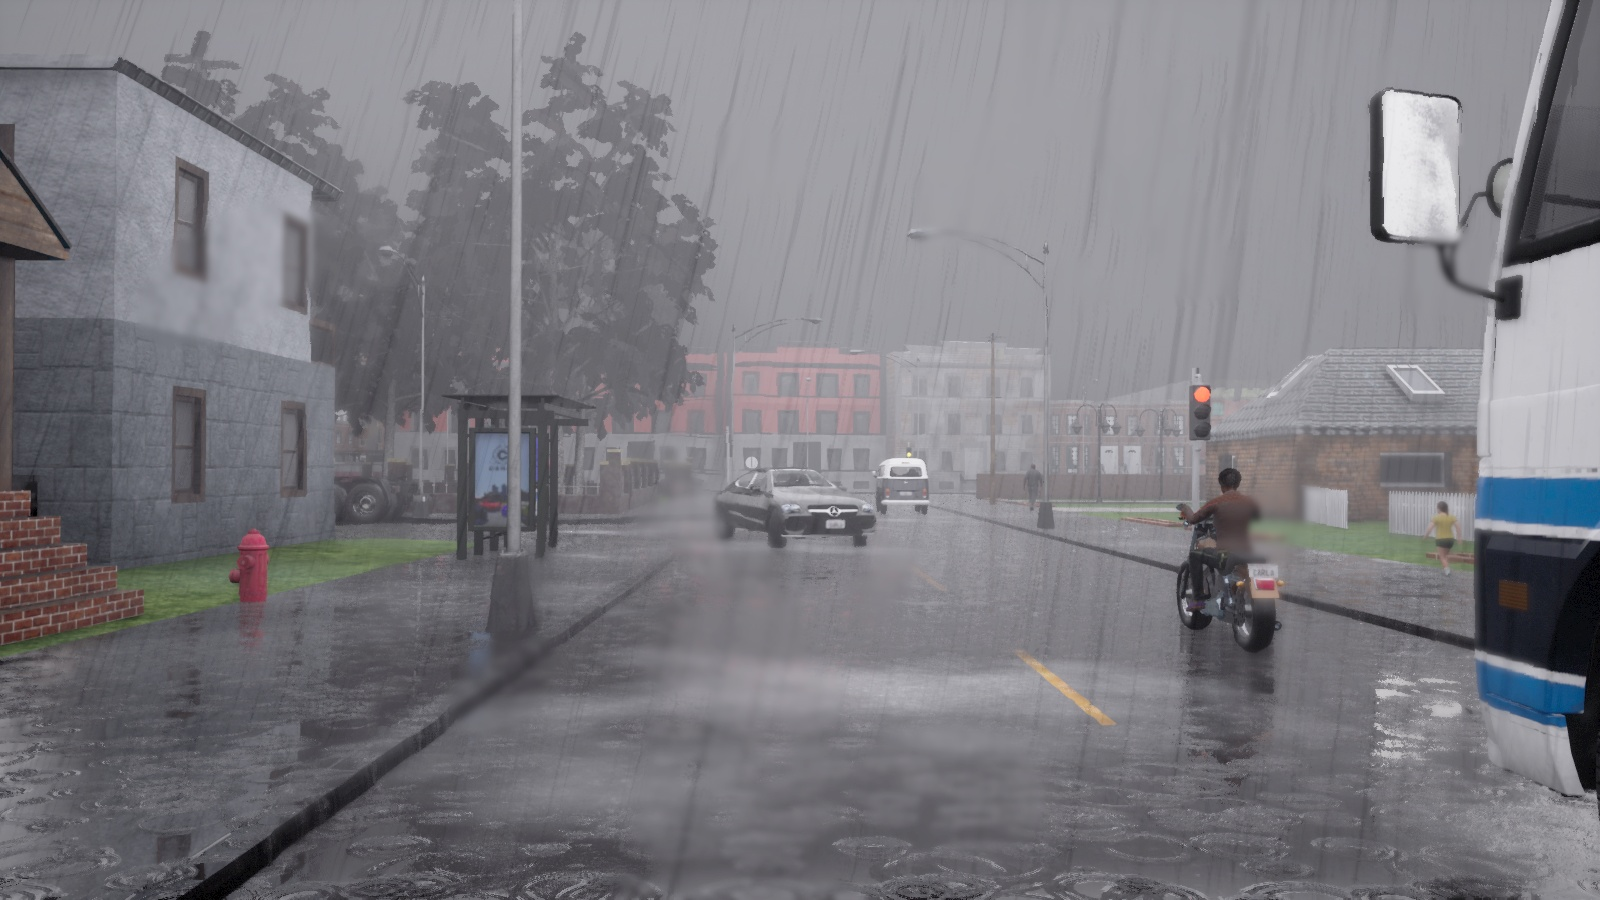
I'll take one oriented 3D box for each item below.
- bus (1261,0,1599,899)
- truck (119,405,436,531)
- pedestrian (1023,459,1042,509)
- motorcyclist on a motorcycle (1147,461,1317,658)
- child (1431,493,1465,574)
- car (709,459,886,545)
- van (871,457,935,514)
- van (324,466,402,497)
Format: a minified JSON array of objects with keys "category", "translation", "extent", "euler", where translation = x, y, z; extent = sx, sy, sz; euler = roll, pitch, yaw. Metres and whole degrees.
[{"category":"bus","translation":[3.998,-0.572,0.333],"extent":[3.944,4.253,10.273],"euler":[0,-1,0]},{"category":"truck","translation":[-14.878,0.500,36.276],"extent":[7.936,3.462,2.891],"euler":[0,-1,-4]},{"category":"pedestrian","translation":[8.801,1.284,47.484],"extent":[0.563,1.883,0.849],"euler":[-1,-1,18]},{"category":"motorcyclist on a motorcycle","translation":[3.954,0.946,11.733],"extent":[0.766,1.649,2.350],"euler":[0,-1,0]},{"category":"child","translation":[9.062,1.162,17.560],"extent":[0.255,1.110,0.394],"euler":[0,-1,-1]},{"category":"car","translation":[-0.198,1.045,26.915],"extent":[2.152,1.651,5.027],"euler":[0,-1,-21]},{"category":"van","translation":[3.837,1.318,47.498],"extent":[2.069,2.038,4.480],"euler":[0,-1,0]},{"category":"van","translation":[-28.225,2.041,81.259],"extent":[4.442,1.987,1.775],"euler":[0,-1,0]}]
